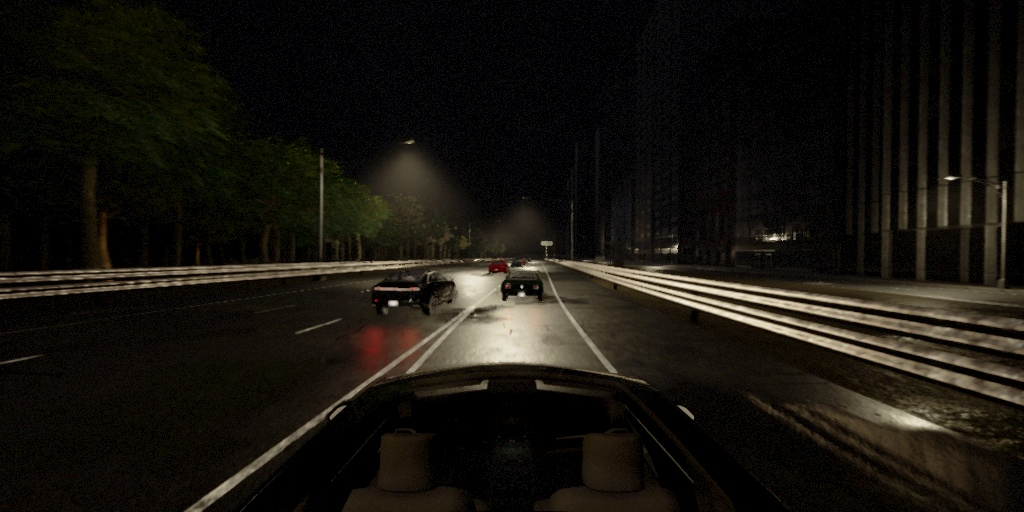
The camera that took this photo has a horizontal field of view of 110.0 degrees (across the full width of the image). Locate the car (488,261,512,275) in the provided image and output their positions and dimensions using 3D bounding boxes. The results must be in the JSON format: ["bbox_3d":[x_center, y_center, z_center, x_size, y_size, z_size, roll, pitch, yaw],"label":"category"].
[{"bbox_3d":[-1.393,1.246,38.849,1.882,1.535,5.008,0,0,4],"label":"car"}]

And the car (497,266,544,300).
[{"bbox_3d":[0.567,1.370,17.735,1.895,1.301,4.718,0,0,3],"label":"car"}]

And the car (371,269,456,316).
[{"bbox_3d":[-3.402,1.227,13.263,2.128,1.511,4.902,0,0,5],"label":"car"}]
